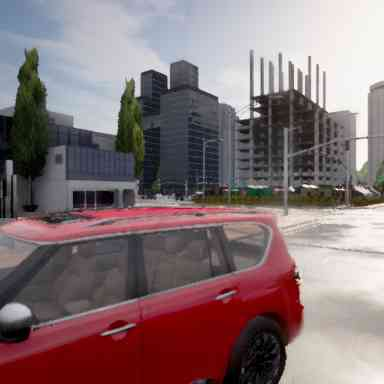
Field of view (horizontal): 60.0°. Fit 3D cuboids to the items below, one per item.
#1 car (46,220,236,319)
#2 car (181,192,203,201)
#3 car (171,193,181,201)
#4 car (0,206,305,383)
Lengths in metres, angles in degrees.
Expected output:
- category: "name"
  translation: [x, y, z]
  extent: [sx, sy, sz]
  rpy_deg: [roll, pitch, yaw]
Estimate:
- category: "car"
  translation: [-1.035, 1.563, 8.097]
  extent: [4.181, 1.385, 1.994]
  rpy_deg: [0, 0, -44]
- category: "car"
  translation: [-0.055, 1.391, 74.938]
  extent: [1.970, 1.475, 3.806]
  rpy_deg: [0, 0, 37]
- category: "car"
  translation: [-2.353, 1.152, 76.699]
  extent: [1.905, 1.878, 3.866]
  rpy_deg: [0, 0, 37]
- category: "car"
  translation: [-1.114, 1.221, 3.343]
  extent: [5.566, 2.045, 2.150]
  rpy_deg: [0, 0, -39]
